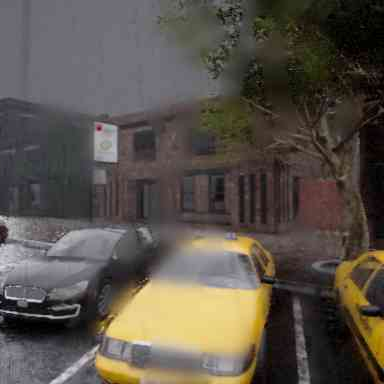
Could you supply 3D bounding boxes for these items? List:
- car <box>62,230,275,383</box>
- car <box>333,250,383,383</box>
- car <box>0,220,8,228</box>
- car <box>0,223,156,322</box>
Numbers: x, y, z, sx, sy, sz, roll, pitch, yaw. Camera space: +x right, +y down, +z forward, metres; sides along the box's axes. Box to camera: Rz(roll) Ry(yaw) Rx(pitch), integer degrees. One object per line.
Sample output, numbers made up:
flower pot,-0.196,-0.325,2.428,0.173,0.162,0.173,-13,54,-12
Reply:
car,0.416,1.488,5.584,1.946,1.575,5.366,0,-1,16
car,2.856,1.479,3.836,1.946,1.575,5.366,0,-1,16
car,-9.278,1.567,12.769,2.002,1.452,4.674,0,-1,16
car,-1.968,1.503,7.518,2.231,1.521,4.892,0,-1,16
